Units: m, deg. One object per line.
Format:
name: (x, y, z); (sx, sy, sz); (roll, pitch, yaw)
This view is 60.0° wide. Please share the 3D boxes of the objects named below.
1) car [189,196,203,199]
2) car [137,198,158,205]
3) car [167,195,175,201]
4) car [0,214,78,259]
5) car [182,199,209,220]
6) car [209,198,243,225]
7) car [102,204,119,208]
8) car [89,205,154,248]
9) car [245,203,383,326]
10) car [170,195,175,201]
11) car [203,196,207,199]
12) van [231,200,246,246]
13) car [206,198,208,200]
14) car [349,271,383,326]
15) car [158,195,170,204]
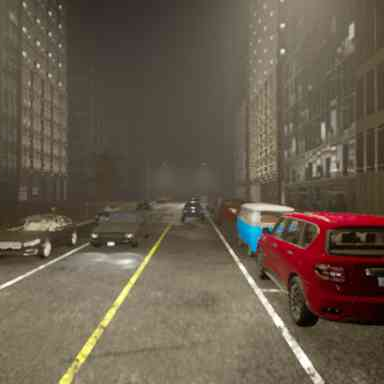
car: (0.080, 1.577, 45.887); (2.033, 1.411, 5.357); (0, 0, 0)
car: (-5.700, 1.578, 40.789); (2.008, 1.369, 4.403); (1, 0, 0)
car: (-5.721, 1.587, 91.574); (1.887, 1.381, 4.507); (1, 0, 0)
car: (-5.688, 1.560, 12.575); (2.008, 1.369, 4.403); (1, 0, 0)
car: (0.089, 1.567, 28.393); (2.033, 1.411, 5.357); (0, 0, 0)
car: (2.690, 1.332, 23.888); (2.192, 1.841, 5.009); (1, 0, 0)
car: (-5.693, 1.567, 23.861); (2.008, 1.369, 4.403); (1, 0, 0)
car: (-3.020, 1.558, 15.104); (2.033, 1.411, 5.357); (0, 0, 0)
car: (2.697, 1.321, 6.963); (2.192, 1.841, 5.009); (1, 0, 0)
car: (-5.719, 1.566, 85.762); (1.752, 1.417, 4.829); (1, 0, 0)
car: (2.681, 1.553, 40.981); (1.752, 1.417, 4.829); (1, 0, 0)
van: (2.694, 1.350, 12.605); (1.690, 1.788, 3.998); (1, 0, 0)
car: (2.682, 1.606, 35.170); (1.802, 1.307, 4.206); (1, 0, 0)
car: (2.697, 1.552, 1.322); (2.008, 1.369, 4.403); (1, 0, 0)
car: (-5.709, 1.581, 63.360); (1.887, 1.381, 4.507); (1, 0, 0)
